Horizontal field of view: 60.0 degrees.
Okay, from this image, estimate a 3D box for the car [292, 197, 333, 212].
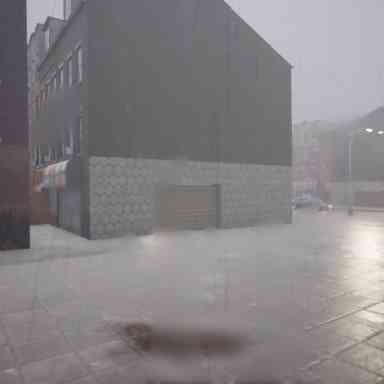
[{"bbox_3d":[12.358,1.289,35.059,2.128,1.511,4.902,-1,1,-35],"label":"car"}]
